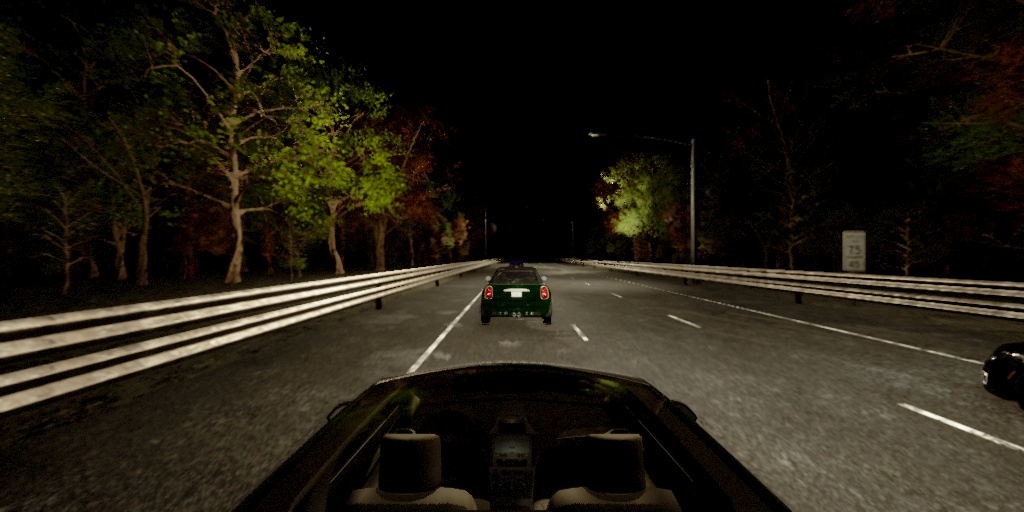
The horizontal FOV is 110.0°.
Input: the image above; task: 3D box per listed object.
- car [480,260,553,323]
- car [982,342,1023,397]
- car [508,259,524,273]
[{"bbox_3d":[0.137,1.101,12.190,2.097,1.767,4.553,0,0,0],"label":"car"},{"bbox_3d":[7.105,1.254,2.621,1.837,1.490,4.892,0,-1,0],"label":"car"},{"bbox_3d":[0.551,1.223,44.565,1.882,1.535,5.008,0,0,1],"label":"car"}]
